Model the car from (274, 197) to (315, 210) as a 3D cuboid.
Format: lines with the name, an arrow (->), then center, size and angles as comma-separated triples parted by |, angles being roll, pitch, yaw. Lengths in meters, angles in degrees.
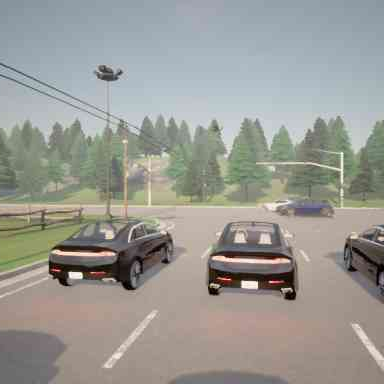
car -> 13.402, 1.477, 43.685 | 5.008, 1.535, 1.882 | 0, 0, 12

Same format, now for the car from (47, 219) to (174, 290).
car -> -1.881, 1.491, 9.169 | 2.128, 1.511, 4.902 | 0, 0, 12

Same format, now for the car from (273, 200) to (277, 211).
car -> 11.203, 1.547, 33.415 | 5.357, 1.411, 2.033 | 0, 0, 12

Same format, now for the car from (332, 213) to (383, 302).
car -> 4.985, 1.491, 7.800 | 2.128, 1.511, 4.902 | 0, 0, 12

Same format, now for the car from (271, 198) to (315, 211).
car -> 12.143, 1.491, 40.372 | 4.902, 1.511, 2.128 | 0, 0, 12

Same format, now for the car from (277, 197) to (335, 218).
car -> 10.329, 1.352, 30.024 | 4.553, 1.767, 2.097 | 0, 0, 12

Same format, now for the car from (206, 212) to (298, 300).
car -> 1.551, 1.491, 8.477 | 2.128, 1.511, 4.902 | 0, 0, 12

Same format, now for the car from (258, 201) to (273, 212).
car -> 9.733, 1.525, 37.298 | 4.674, 1.442, 1.812 | 0, 0, 12
